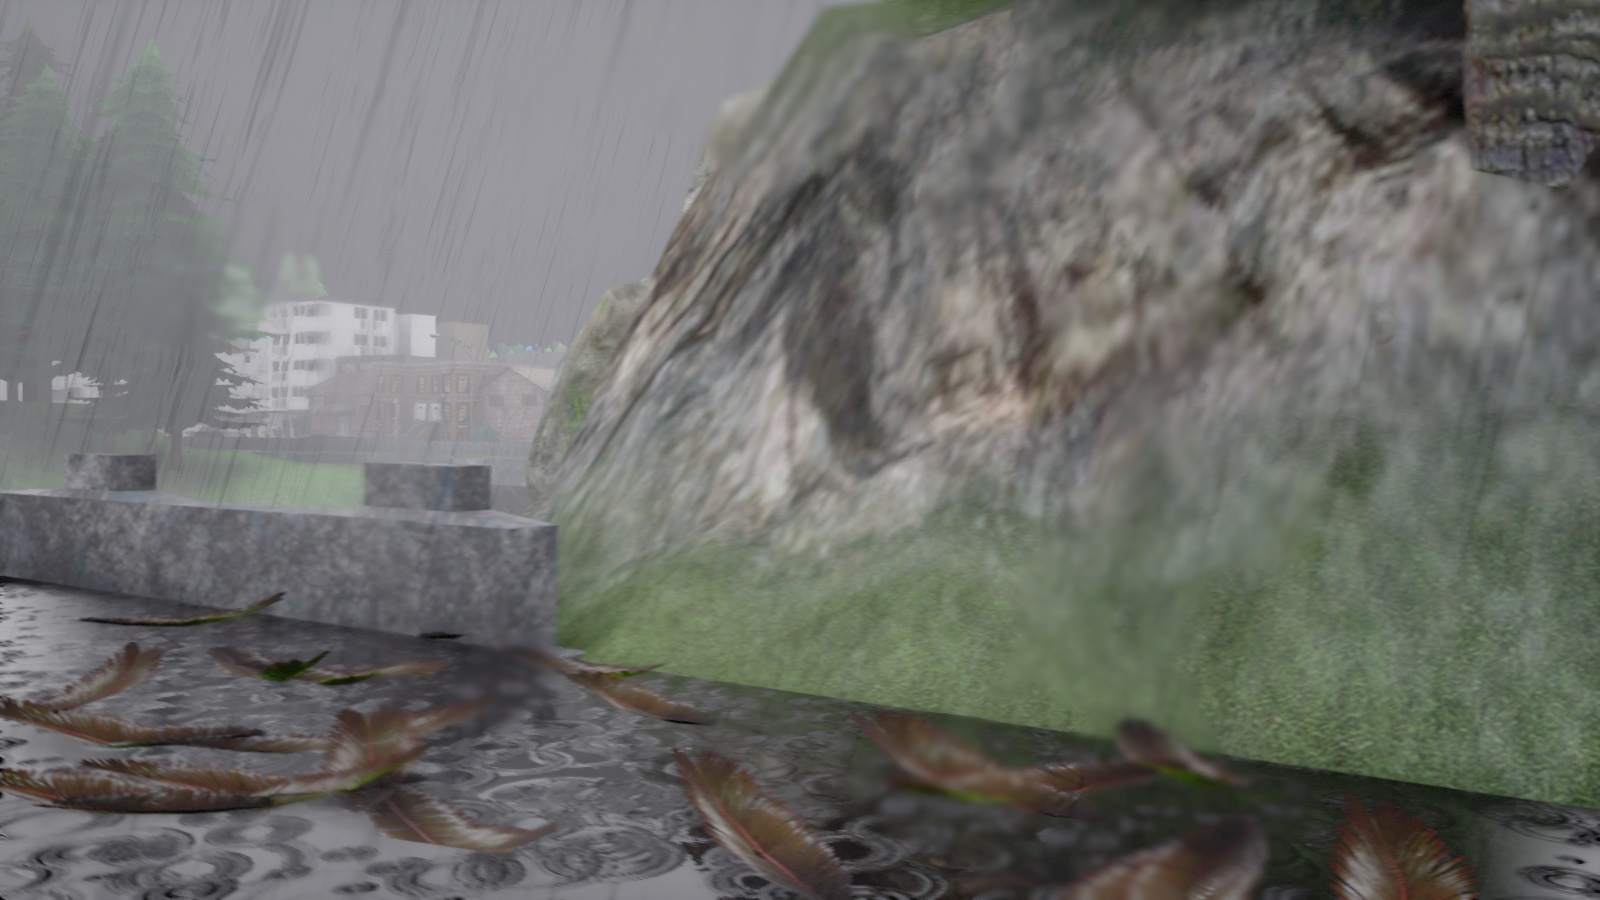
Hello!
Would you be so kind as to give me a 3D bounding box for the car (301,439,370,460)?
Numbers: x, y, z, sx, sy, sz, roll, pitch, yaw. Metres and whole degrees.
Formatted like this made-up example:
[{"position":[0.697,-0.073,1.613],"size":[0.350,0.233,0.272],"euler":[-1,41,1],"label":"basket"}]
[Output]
[{"position":[-31.255,-0.038,84.490],"size":[4.718,1.301,1.895],"euler":[0,1,34],"label":"car"}]
